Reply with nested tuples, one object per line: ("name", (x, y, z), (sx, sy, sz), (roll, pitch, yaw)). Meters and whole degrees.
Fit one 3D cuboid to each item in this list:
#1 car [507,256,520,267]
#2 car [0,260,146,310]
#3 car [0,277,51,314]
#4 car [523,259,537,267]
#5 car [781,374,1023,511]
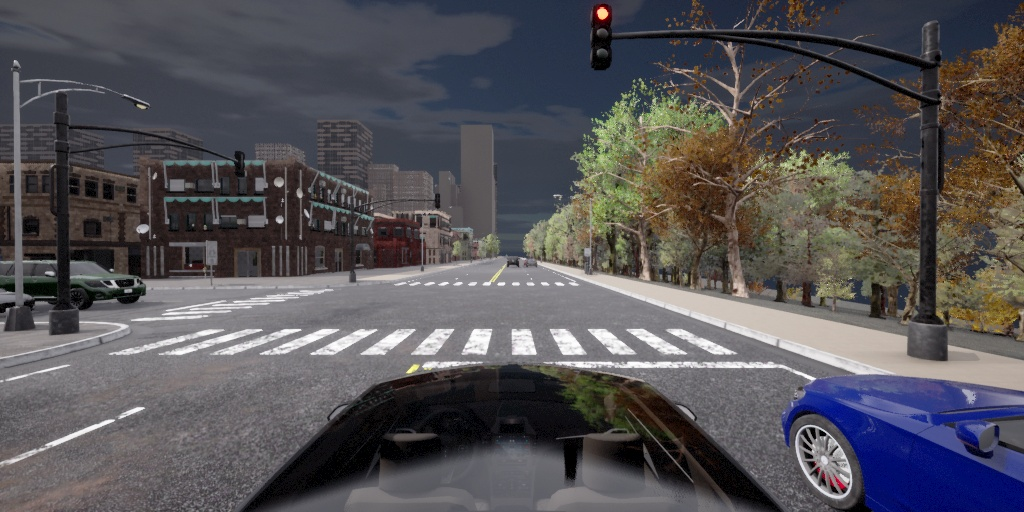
("car", (0.219, 0.947, 63.715), (2.150, 2.045, 5.566), (0, 0, 1))
("car", (-19.311, 1.186, 15.475), (5.566, 2.045, 2.150), (-1, 1, 0))
("car", (-19.926, 1.565, 12.773), (4.313, 1.339, 1.948), (0, 0, 0))
("car", (3.472, 1.217, 63.875), (2.128, 1.511, 4.902), (0, 0, 0))
("car", (3.346, 1.276, 1.331), (1.812, 1.442, 4.674), (0, 0, 2))
